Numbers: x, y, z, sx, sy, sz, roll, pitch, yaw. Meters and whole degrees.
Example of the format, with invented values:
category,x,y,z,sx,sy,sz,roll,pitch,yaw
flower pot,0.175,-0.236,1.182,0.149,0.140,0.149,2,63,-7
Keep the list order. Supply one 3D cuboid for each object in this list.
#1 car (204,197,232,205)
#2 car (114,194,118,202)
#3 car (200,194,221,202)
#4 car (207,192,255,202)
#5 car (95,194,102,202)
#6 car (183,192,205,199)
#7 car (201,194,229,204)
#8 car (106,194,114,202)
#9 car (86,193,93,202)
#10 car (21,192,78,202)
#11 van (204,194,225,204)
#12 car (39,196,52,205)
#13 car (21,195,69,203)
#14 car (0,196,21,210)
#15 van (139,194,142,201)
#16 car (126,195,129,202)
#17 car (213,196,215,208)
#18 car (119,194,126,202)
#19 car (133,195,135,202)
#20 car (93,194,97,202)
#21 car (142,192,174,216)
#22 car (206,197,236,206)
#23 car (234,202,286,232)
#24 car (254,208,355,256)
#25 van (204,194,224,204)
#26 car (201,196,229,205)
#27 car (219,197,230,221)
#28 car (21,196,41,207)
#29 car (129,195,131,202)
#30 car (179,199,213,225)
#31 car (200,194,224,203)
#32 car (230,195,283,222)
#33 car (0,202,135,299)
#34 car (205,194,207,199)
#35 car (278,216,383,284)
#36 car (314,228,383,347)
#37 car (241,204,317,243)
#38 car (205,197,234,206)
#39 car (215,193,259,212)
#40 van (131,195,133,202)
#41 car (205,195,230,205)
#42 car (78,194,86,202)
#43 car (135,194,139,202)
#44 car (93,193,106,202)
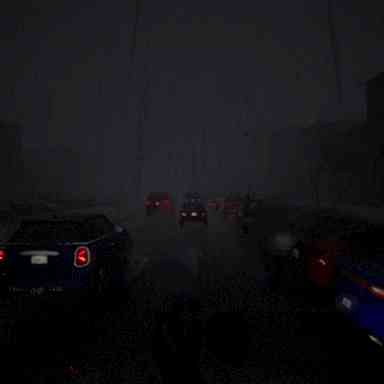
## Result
category,x,y,z,sx,sy,sz,roll,pitch,yaw
car,4.724,1.597,60.500,5.008,1.535,2.097,0,-1,0
car,-15.723,1.271,55.048,5.566,2.045,2.435,0,-1,0
car,4.805,1.671,88.292,5.566,2.045,2.435,0,-1,0
car,4.693,1.064,35.502,5.566,2.045,2.435,0,0,0
car,-15.767,1.437,46.774,4.792,1.488,2.163,0,-1,0
car,0.114,1.083,41.164,2.150,2.045,5.566,0,0,0
car,4.702,1.460,68.721,5.566,2.045,2.435,0,-1,0
car,-15.775,1.231,52.291,5.566,2.045,2.435,0,-1,0
car,-15.701,1.103,41.268,5.566,2.045,2.435,0,0,0
car,-15.692,1.076,35.757,5.566,2.045,2.435,0,0,0
van,4.851,1.523,71.619,4.442,1.987,1.878,0,-1,0
car,-15.709,1.366,30.247,4.674,1.452,2.002,0,0,0
car,-15.531,1.319,33.005,5.366,1.575,1.946,0,0,0
car,-15.734,1.218,24.734,4.553,1.767,2.185,0,0,0
van,-15.917,1.671,85.386,4.442,1.987,1.878,0,-1,0
car,-15.954,1.676,66.076,5.366,1.575,1.946,0,-1,0
car,4.718,1.353,32.726,4.674,1.452,2.002,0,0,0
car,-15.950,1.639,63.317,5.366,1.575,1.946,0,-1,0
car,-15.813,1.657,74.350,4.553,1.767,2.185,0,-1,0
car,-15.728,1.375,44.023,5.008,1.535,2.097,0,0,0
car,-2.890,1.058,30.550,2.150,2.045,5.566,0,0,0
car,4.733,1.514,54.941,4.892,1.521,2.231,0,-1,0
car,4.686,1.411,16.056,4.792,1.488,2.163,0,0,0
car,4.707,1.413,10.497,4.892,1.521,2.231,0,0,0
van,4.856,1.555,74.273,4.442,1.987,1.878,0,-1,0
car,4.545,1.672,65.934,5.366,1.575,1.946,0,-1,0
car,4.724,1.342,24.268,4.892,1.521,2.231,0,0,0
car,-15.702,1.333,27.492,5.008,1.535,2.097,0,0,0
car,-15.771,1.755,68.832,4.674,1.452,2.002,0,-1,0
car,0.106,1.415,22.946,2.033,1.411,5.357,0,0,0
car,4.779,1.592,79.956,5.566,2.045,2.435,0,-1,0
car,4.688,1.242,18.826,4.553,1.767,2.185,0,0,0
car,-2.898,1.296,8.443,2.097,1.767,4.553,0,0,0
car,4.910,1.390,46.482,5.366,1.575,1.946,0,-1,0
car,4.741,1.457,7.720,4.792,1.488,2.163,0,0,0
car,4.706,1.446,4.815,5.008,1.535,2.097,0,0,0
car,4.719,1.395,13.277,5.008,1.535,2.097,0,0,0
car,4.757,1.585,57.720,4.792,1.488,2.163,0,-1,0
car,4.688,1.193,29.948,4.553,1.767,2.185,0,0,0
van,-15.661,1.524,71.594,4.442,1.987,1.878,0,-1,0
car,4.761,1.512,63.280,4.553,1.767,2.185,0,-1,0
car,-15.697,1.084,38.515,5.566,2.045,2.435,0,0,0
car,-15.758,1.562,77.111,5.566,2.045,2.435,0,-1,0
car,-15.774,1.316,49.534,4.553,1.767,2.185,0,-1,0
